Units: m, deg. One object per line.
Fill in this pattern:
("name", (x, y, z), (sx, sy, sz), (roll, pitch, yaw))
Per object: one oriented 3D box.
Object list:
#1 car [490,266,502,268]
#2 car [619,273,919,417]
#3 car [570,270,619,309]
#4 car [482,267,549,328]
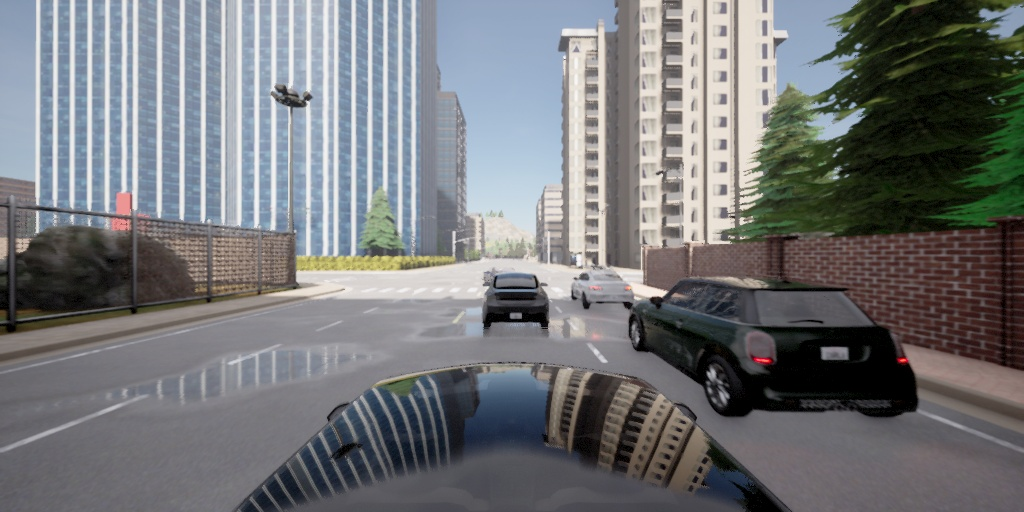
("car", (-0.842, 1.366, 24.859), (1.895, 1.301, 4.718), (0, 0, -14))
("car", (3.602, 1.110, 6.125), (2.097, 1.767, 4.553), (0, 0, 0))
("car", (3.624, 1.299, 14.951), (1.812, 1.442, 4.674), (0, 0, 1))
("car", (0.105, 1.271, 11.459), (1.837, 1.490, 4.892), (0, 0, 0))
